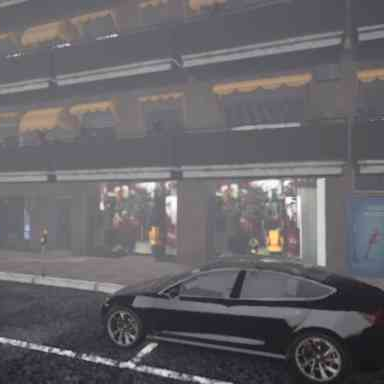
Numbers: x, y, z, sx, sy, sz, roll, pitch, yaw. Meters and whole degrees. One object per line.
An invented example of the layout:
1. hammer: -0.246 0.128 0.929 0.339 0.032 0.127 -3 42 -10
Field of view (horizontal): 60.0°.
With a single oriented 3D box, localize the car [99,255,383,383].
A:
1. car: 0.639 1.694 5.236 4.313 1.339 1.947 0 -1 20
